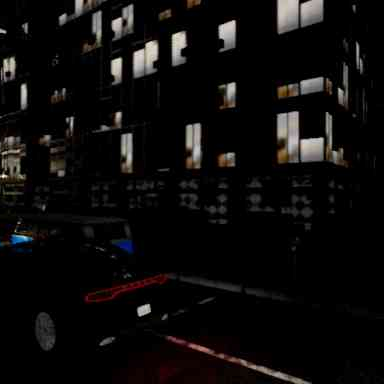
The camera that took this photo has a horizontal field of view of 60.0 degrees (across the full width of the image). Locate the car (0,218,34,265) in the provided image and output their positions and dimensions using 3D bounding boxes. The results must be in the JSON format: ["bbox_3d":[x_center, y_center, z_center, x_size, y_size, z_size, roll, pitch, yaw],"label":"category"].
[{"bbox_3d":[-8.103,1.737,12.632,4.829,1.417,1.752,-1,-1,37],"label":"car"}]

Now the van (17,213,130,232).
[{"bbox_3d":[-3.428,1.505,9.140,3.998,1.788,1.690,-1,-1,37],"label":"van"}]

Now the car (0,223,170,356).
[{"bbox_3d":[-2.683,1.592,6.348,5.008,1.535,1.882,-1,-1,37],"label":"car"}]
